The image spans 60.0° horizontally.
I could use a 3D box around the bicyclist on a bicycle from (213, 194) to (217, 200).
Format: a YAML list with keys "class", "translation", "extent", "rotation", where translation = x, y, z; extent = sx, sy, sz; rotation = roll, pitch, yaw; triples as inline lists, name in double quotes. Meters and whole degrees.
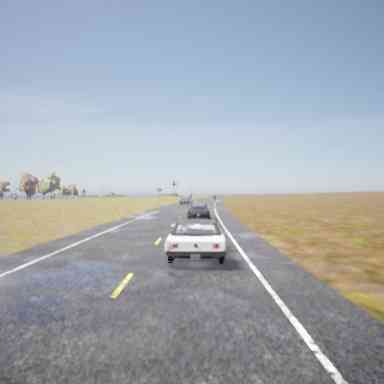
- class: "bicyclist on a bicycle"
  translation: [5.935, 1.581, 88.460]
  extent: [0.582, 1.620, 1.656]
  rotation: [0, 0, 6]

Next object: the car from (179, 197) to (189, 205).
- class: "car"
  translation: [-1.216, 1.650, 59.784]
  extent: [2.033, 1.411, 5.357]
  rotation: [0, 0, 5]

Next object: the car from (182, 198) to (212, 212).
- class: "car"
  translation: [0.596, 1.545, 27.629]
  extent: [2.128, 1.511, 4.902]
  rotation: [0, 0, 3]

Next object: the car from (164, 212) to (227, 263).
- class: "car"
  translation: [0.169, 1.626, 12.057]
  extent: [1.895, 1.301, 4.718]
  rotation: [0, 0, 2]
